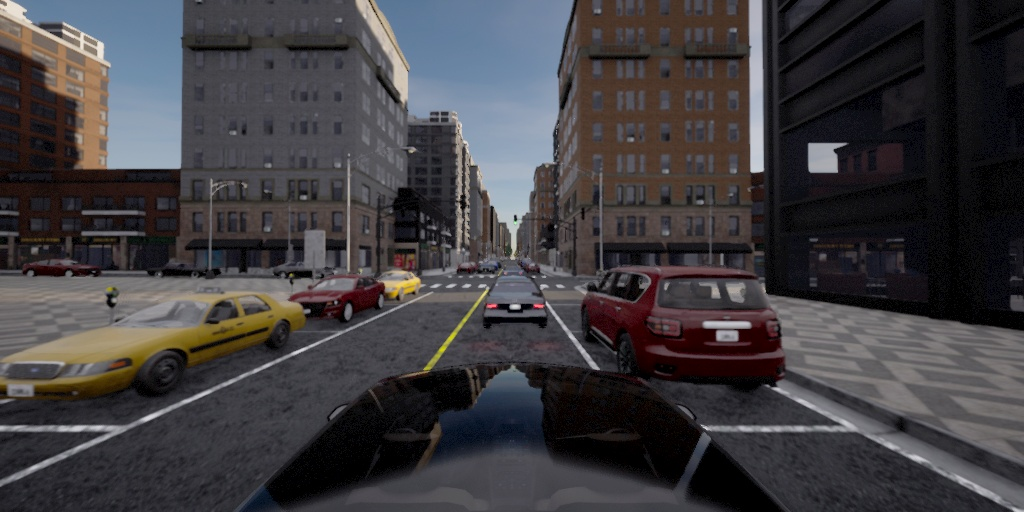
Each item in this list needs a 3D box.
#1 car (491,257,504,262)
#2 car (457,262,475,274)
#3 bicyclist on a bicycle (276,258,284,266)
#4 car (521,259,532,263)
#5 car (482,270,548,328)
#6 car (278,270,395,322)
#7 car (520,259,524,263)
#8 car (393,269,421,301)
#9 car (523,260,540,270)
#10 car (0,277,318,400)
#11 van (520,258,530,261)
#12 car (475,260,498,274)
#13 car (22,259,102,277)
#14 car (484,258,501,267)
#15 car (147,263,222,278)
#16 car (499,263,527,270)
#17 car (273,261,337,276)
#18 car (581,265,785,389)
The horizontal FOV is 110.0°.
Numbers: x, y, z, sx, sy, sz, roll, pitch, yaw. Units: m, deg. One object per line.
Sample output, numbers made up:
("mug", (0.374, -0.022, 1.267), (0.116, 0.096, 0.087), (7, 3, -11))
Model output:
("car", (-3.067, 1.228, 65.175), (2.150, 2.045, 5.566), (0, 0, 0))
("car", (-5.879, 1.468, 45.118), (1.888, 1.381, 4.507), (0, 0, 0))
("bicyclist on a bicycle", (-23.029, 1.035, 35.555), (0.582, 1.620, 1.656), (0, -1, 0))
("car", (2.644, 1.528, 50.787), (1.802, 1.307, 4.207), (0, 0, 0))
("car", (0.088, 1.337, 11.533), (2.033, 1.411, 5.357), (0, 0, 0))
("car", (-5.862, 1.337, 12.474), (1.888, 1.381, 4.507), (0, 0, 0))
("car", (2.641, 1.552, 56.460), (1.802, 1.307, 4.207), (0, 0, 0))
("car", (-5.865, 1.340, 17.929), (1.751, 1.417, 4.829), (0, 0, 0))
("car", (2.647, 1.505, 45.113), (1.802, 1.307, 4.207), (0, 0, 0))
("car", (-5.859, 1.295, 6.680), (1.751, 1.417, 4.829), (0, 0, 0))
("van", (2.639, 1.334, 62.133), (1.690, 1.789, 3.998), (0, 0, 0))
("car", (-3.128, 1.485, 44.444), (1.994, 1.385, 4.181), (0, 0, -1))
("car", (-36.766, 0.999, 29.399), (5.008, 1.535, 1.882), (1, -1, 0))
("car", (-3.116, 1.439, 54.477), (1.882, 1.535, 5.008), (0, 0, 0))
("car", (-26.671, 1.215, 29.333), (4.718, 1.301, 1.895), (1, -1, 0))
("car", (0.098, 1.493, 32.002), (1.895, 1.301, 4.718), (1, -1, 0))
("car", (-16.774, 1.195, 29.278), (4.902, 1.511, 2.128), (1, -1, 1))
("car", (2.667, 1.085, 6.845), (2.192, 1.841, 5.009), (0, 0, 0))
